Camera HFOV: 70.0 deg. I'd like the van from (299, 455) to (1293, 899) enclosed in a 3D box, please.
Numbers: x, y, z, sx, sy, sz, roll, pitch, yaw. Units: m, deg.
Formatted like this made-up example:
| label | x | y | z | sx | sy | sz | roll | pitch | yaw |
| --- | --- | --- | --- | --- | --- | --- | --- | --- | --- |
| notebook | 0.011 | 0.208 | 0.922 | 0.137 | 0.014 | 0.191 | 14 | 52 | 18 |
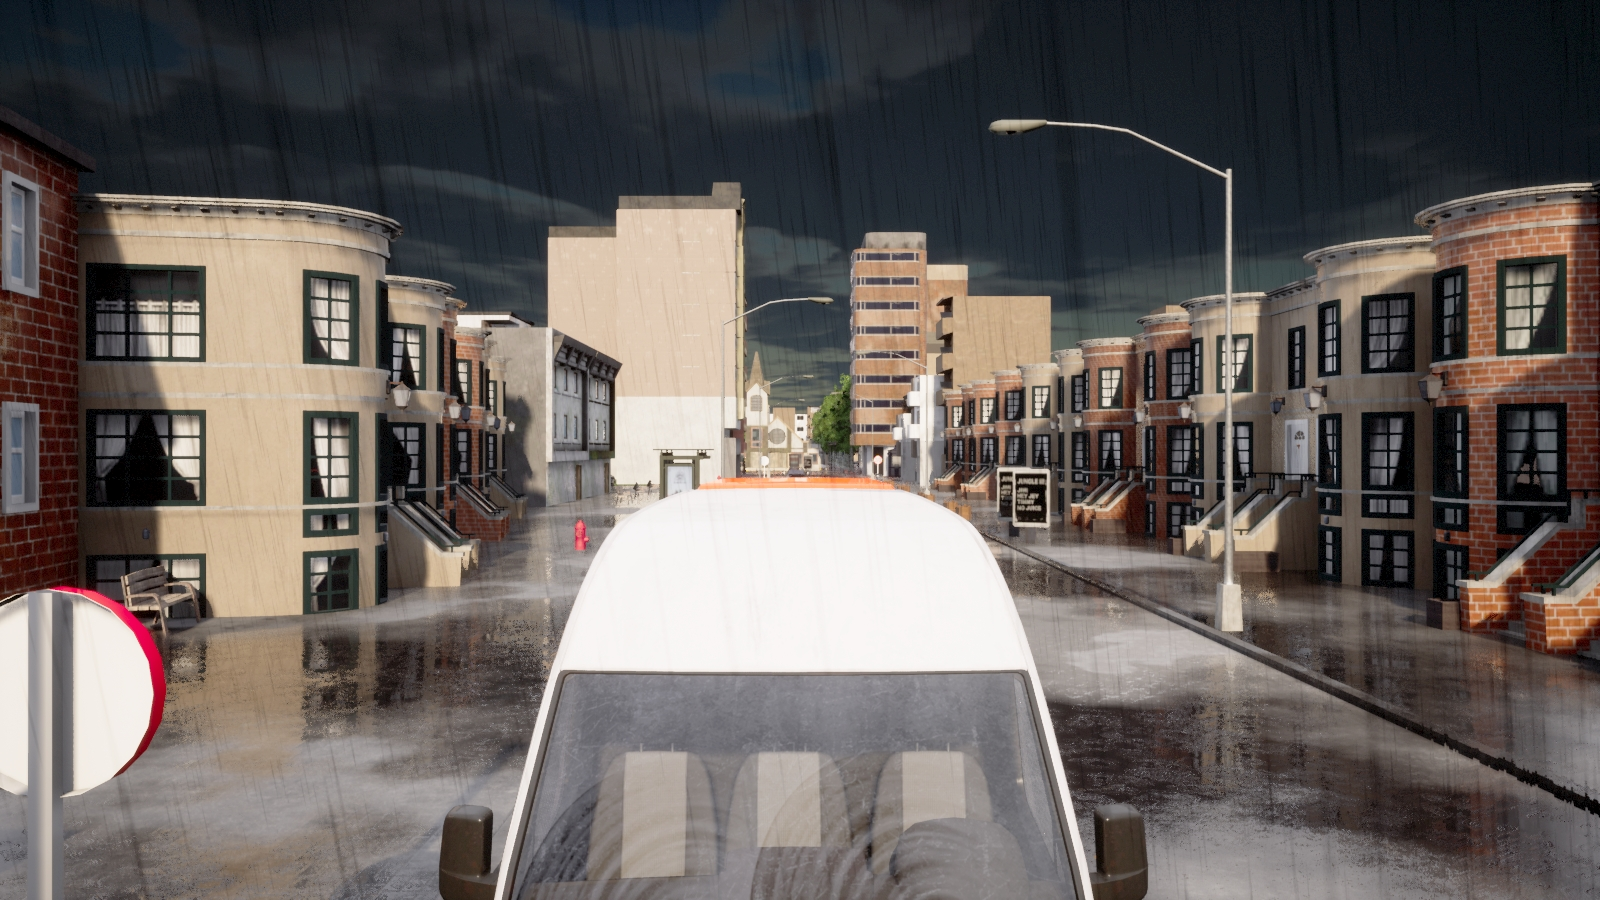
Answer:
| label | x | y | z | sx | sy | sz | roll | pitch | yaw |
| --- | --- | --- | --- | --- | --- | --- | --- | --- | --- |
| van | -0.019 | 1.314 | 5.243 | 1.988 | 2.561 | 5.915 | 0 | 0 | 0 |
